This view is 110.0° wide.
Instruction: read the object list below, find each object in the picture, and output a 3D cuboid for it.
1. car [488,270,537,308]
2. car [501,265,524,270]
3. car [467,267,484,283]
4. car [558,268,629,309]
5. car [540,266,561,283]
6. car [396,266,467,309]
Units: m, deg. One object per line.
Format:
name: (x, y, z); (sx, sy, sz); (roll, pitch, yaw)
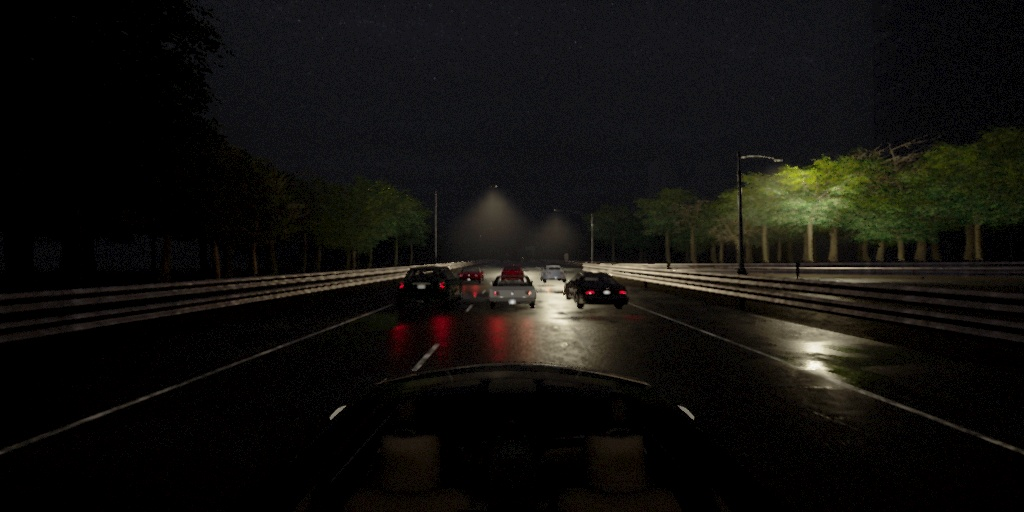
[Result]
car: (0.025, 1.483, 15.945); (1.895, 1.301, 4.718); (0, 0, 0)
car: (0.056, 1.497, 31.307); (1.882, 1.535, 5.008); (0, 0, 0)
car: (-3.450, 1.617, 30.944); (1.895, 1.301, 4.718); (0, 0, 0)
car: (3.524, 1.429, 15.818); (2.033, 1.411, 5.357); (0, -1, 0)
car: (3.554, 1.544, 31.214); (1.812, 1.442, 4.674); (0, 0, 0)
car: (-3.475, 1.232, 15.916); (2.097, 1.767, 4.553); (0, -1, 0)
